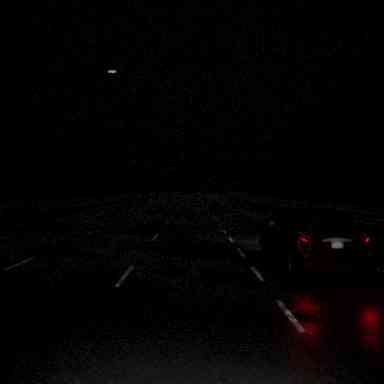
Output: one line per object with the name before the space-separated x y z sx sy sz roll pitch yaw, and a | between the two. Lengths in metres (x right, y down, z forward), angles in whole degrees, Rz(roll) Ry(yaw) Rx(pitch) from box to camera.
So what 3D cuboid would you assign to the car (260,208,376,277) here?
car | 3.499 1.285 10.156 2.097 1.767 4.553 0 0 0
